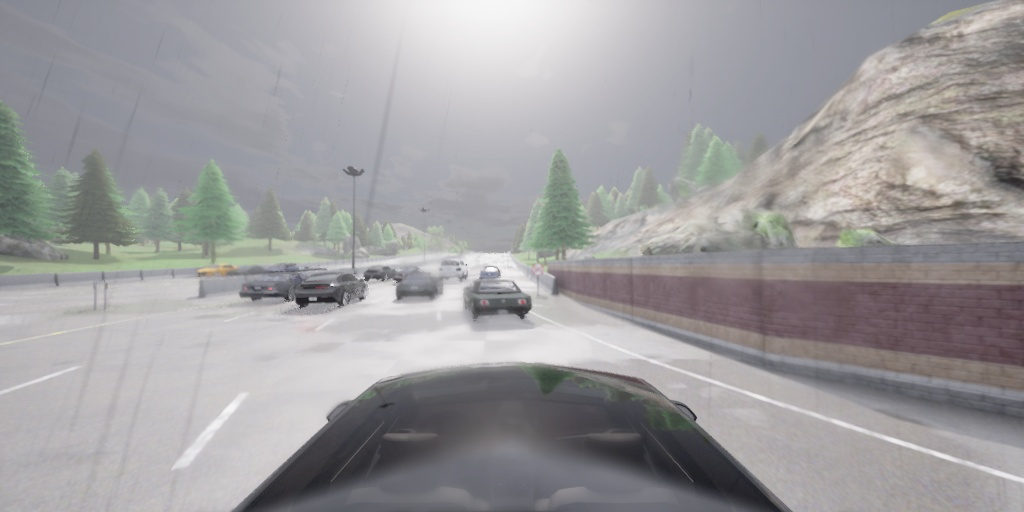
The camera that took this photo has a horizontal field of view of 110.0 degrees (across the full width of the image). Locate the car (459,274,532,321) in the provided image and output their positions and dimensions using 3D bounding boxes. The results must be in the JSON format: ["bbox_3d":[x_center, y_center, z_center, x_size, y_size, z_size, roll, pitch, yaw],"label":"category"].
[{"bbox_3d":[-0.740,1.512,13.355,1.895,1.301,4.718,0,-1,-12],"label":"car"}]

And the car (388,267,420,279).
[{"bbox_3d":[-8.917,1.656,31.953,2.033,1.411,5.357,0,0,-1],"label":"car"}]

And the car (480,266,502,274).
[{"bbox_3d":[-1.929,1.621,32.561,2.033,1.411,5.357,0,0,-1],"label":"car"}]

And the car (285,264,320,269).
[{"bbox_3d":[-23.306,1.795,40.988,1.895,1.301,4.718,0,0,-1],"label":"car"}]

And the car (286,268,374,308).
[{"bbox_3d":[-8.256,1.503,16.805,1.837,1.490,4.892,-1,-1,-6],"label":"car"}]

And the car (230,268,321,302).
[{"bbox_3d":[-12.040,1.598,19.325,2.033,1.411,5.357,0,-1,-3],"label":"car"}]

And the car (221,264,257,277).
[{"bbox_3d":[-30.319,1.777,41.514,2.033,1.411,5.357,0,0,-1],"label":"car"}]

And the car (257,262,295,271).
[{"bbox_3d":[-26.823,1.563,41.807,2.097,1.767,4.553,0,0,-1],"label":"car"}]

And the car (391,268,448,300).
[{"bbox_3d":[-4.987,1.581,19.908,1.994,1.385,4.181,0,-1,-3],"label":"car"}]

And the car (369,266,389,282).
[{"bbox_3d":[-12.463,1.639,34.105,1.837,1.490,4.892,0,0,-1],"label":"car"}]

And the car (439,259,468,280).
[{"bbox_3d":[-5.454,1.319,33.684,2.150,2.045,5.566,0,0,-1],"label":"car"}]

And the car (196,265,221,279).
[{"bbox_3d":[-33.816,1.726,41.513,1.882,1.535,5.008,0,0,-1],"label":"car"}]
